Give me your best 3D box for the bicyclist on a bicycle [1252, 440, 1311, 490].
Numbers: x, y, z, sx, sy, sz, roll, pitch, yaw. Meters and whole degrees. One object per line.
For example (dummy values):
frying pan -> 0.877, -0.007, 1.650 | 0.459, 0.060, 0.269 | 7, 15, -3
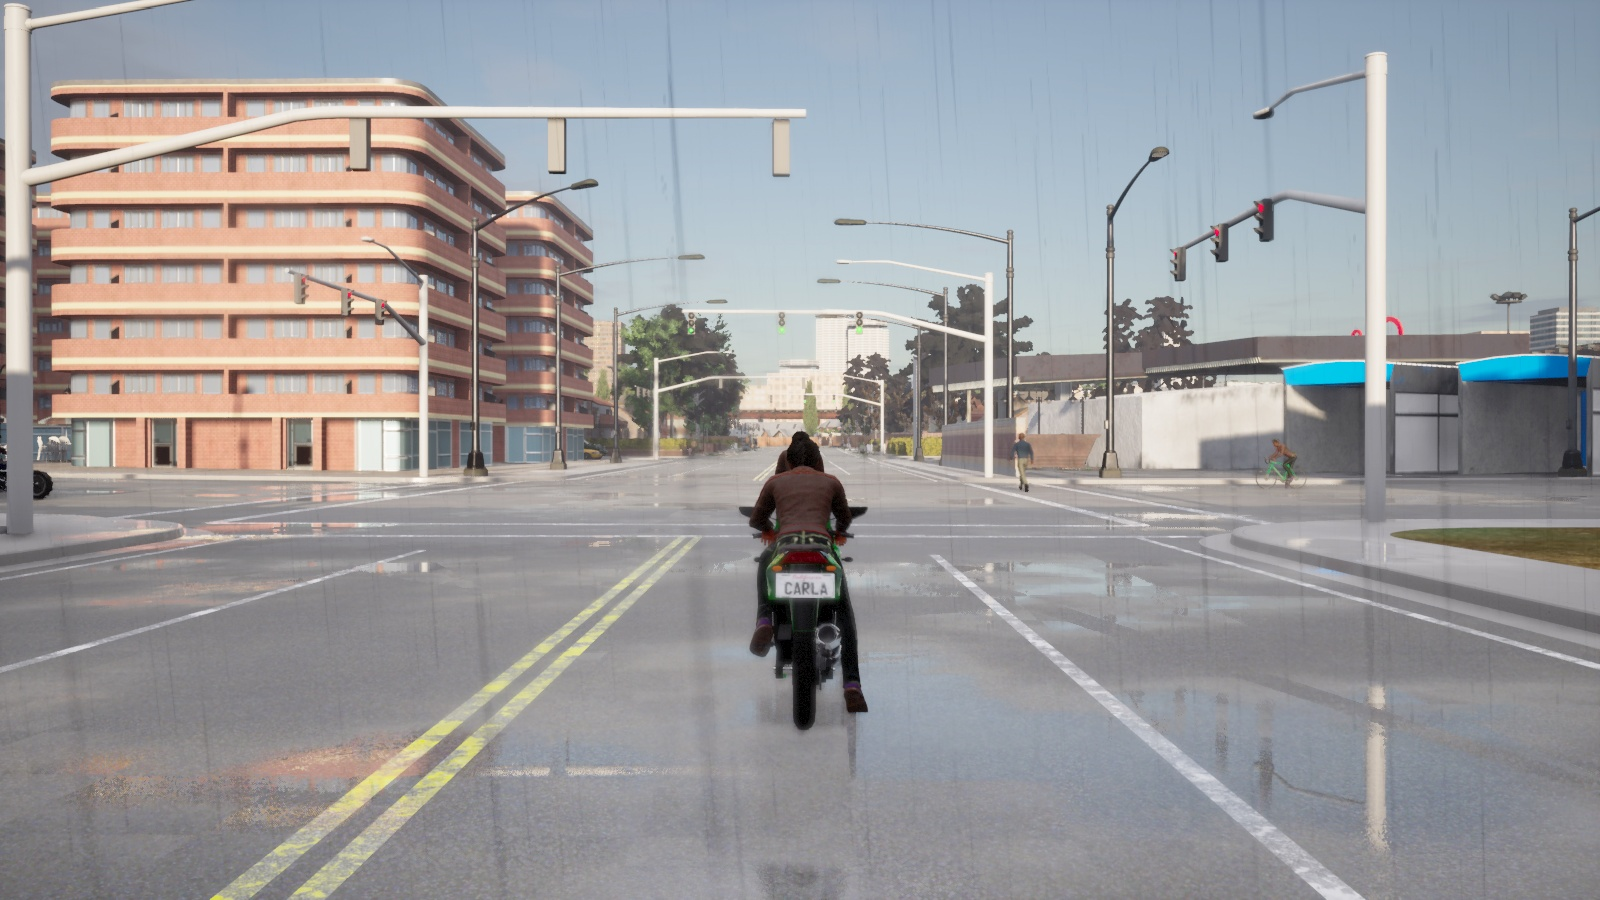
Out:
bicyclist on a bicycle -> 15.563, 0.483, 40.608 | 1.656, 1.620, 0.582 | 0, 0, 1

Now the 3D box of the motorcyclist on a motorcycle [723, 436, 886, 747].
motorcyclist on a motorcycle -> 0.020, 0.688, 7.183 | 0.797, 1.523, 2.044 | 0, 0, 0

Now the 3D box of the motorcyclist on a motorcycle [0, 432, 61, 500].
motorcyclist on a motorcycle -> -19.896, 0.382, 31.414 | 2.350, 1.649, 0.766 | 1, 0, 0

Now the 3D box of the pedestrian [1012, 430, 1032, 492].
pedestrian -> 6.720, 0.325, 37.983 | 0.370, 1.835, 0.726 | 0, 0, -8
